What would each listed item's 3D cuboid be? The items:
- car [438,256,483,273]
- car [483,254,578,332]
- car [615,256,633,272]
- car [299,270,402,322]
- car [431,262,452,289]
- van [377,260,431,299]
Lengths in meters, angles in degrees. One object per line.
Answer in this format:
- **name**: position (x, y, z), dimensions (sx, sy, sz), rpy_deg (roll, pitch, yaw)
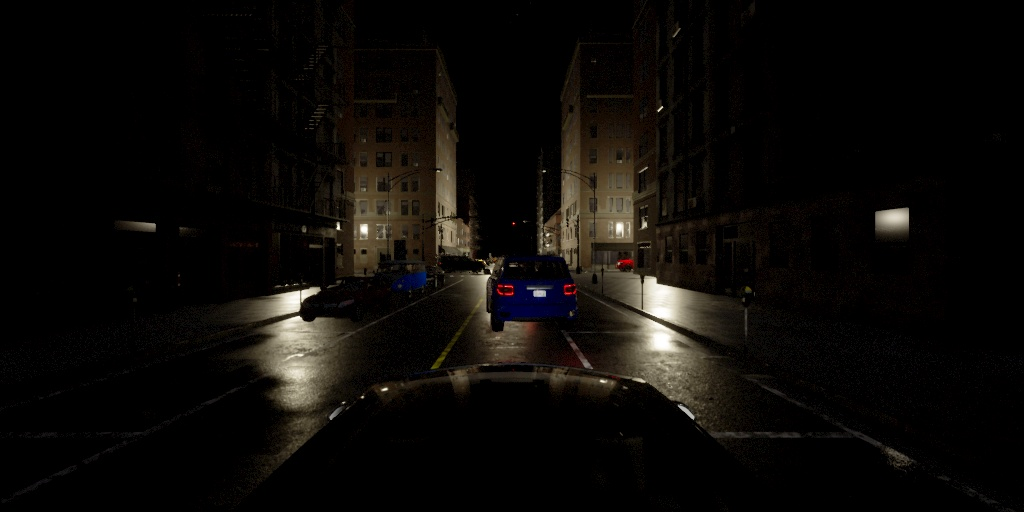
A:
- **car**: position (-5.870, 0.997, 41.762), dimensions (5.566, 2.045, 2.150), rpy_deg (-1, 0, -16)
- **car**: position (0.359, 0.972, 11.051), dimensions (2.150, 2.045, 5.566), rpy_deg (0, 0, -6)
- **car**: position (15.329, 0.880, 43.071), dimensions (5.566, 2.045, 2.150), rpy_deg (0, 0, 0)
- **car**: position (-5.394, 1.332, 12.208), dimensions (1.802, 1.307, 4.207), rpy_deg (0, 0, 0)
- **car**: position (-5.392, 1.301, 23.020), dimensions (2.007, 1.370, 4.403), rpy_deg (0, 0, 0)
- **van**: position (-5.393, 1.091, 17.614), dimensions (1.690, 1.789, 3.998), rpy_deg (0, 0, 0)
